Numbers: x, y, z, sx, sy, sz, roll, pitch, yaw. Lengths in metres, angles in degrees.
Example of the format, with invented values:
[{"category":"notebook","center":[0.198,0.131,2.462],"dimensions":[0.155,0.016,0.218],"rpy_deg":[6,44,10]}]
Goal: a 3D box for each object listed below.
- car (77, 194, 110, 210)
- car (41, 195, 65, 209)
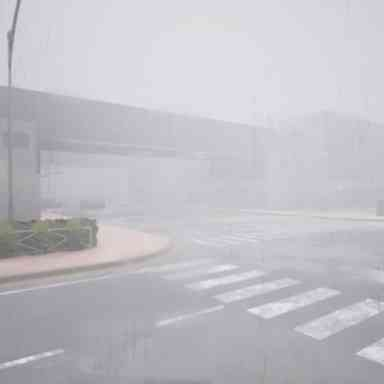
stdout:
[{"category":"car","center":[-12.343,1.398,41.271],"dimensions":[1.882,1.535,5.008],"rpy_deg":[0,0,-36]},{"category":"car","center":[-18.855,1.488,44.331],"dimensions":[2.033,1.411,5.357],"rpy_deg":[0,0,-36]}]
